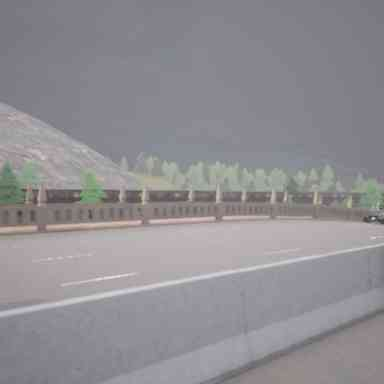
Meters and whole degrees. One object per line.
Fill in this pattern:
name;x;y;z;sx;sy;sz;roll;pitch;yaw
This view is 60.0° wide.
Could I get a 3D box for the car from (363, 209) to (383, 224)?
car;16.691;2.144;28.801;4.181;1.385;1.994;5;-3;-35
